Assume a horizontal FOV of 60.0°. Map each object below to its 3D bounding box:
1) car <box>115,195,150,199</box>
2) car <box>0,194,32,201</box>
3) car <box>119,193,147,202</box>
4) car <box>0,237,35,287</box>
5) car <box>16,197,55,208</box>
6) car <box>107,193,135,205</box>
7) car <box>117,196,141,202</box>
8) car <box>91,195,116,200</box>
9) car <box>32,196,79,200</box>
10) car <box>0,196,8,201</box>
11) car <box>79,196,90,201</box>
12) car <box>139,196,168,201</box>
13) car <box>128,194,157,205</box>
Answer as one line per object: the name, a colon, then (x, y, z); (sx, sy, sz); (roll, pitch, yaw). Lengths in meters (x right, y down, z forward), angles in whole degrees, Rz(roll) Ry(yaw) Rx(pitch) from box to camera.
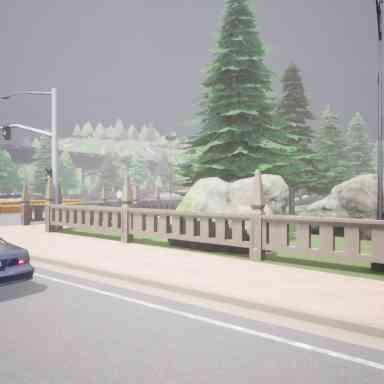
car: (-7.872, 1.486, 47.022); (2.128, 1.511, 4.902); (0, 0, 36)
car: (-24.134, 1.221, 42.727); (2.150, 2.045, 5.566); (0, 0, 36)
car: (-11.650, 1.131, 66.059); (2.033, 1.411, 5.357); (0, 3, 36)
car: (-6.069, 1.547, 8.293); (5.357, 1.411, 2.033); (0, 0, 36)
car: (-23.355, 1.505, 49.795); (1.837, 1.490, 4.892); (0, 0, 36)
car: (-12.560, 1.217, 58.840); (2.097, 1.767, 4.553); (0, 2, 36)
car: (-6.954, 1.564, 42.292); (1.994, 1.385, 4.181); (0, 0, 36)
car: (-12.979, 1.334, 52.247); (2.097, 1.767, 4.553); (0, 1, 36)
car: (-18.327, 1.477, 44.801); (1.882, 1.535, 5.008); (0, 0, 36)
car: (-23.884, 1.491, 37.092); (2.128, 1.511, 4.902); (0, 0, 36)
car: (-18.465, 1.352, 50.602); (2.097, 1.767, 4.553); (0, 0, 35)
car: (-3.675, 1.547, 40.853); (2.033, 1.411, 5.357); (0, 0, 36)
car: (-8.601, 1.290, 58.346); (2.128, 1.511, 4.902); (0, 2, 36)
